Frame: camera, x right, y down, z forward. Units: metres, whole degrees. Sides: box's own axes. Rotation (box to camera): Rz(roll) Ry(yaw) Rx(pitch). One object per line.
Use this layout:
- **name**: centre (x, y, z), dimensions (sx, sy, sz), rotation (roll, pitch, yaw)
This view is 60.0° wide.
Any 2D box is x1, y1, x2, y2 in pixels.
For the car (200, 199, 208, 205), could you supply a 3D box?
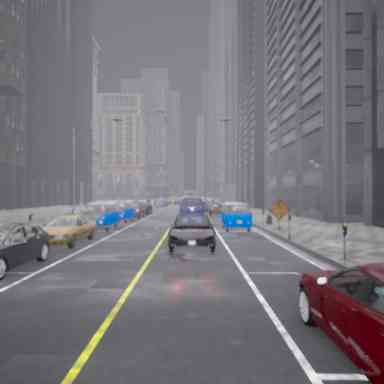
- **car**: centre (2.786, 2.272, 77.637), dimensions (1.887, 1.381, 4.507), rotation (0, -1, 0)

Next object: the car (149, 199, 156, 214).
- **car**: centre (-5.754, 1.675, 38.155), dimensions (2.192, 1.841, 5.009), rotation (0, -1, 0)

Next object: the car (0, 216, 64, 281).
- **car**: centre (-5.763, 1.646, 9.950), dimensions (2.008, 1.369, 4.403), rotation (0, -1, 0)

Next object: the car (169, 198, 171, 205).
- **car**: centre (-5.743, 2.168, 66.356), dimensions (1.887, 1.381, 4.507), rotation (0, -1, 0)

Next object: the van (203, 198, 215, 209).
- **van**: centre (2.777, 1.859, 55.077), dimensions (1.690, 1.788, 3.998), rotation (0, -1, 0)

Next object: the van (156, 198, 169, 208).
- **van**: centre (-5.746, 1.912, 60.718), dimensions (1.690, 1.788, 3.998), rotation (0, -1, 0)

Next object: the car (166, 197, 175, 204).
- **car**: centre (-5.735, 2.270, 88.919), dimensions (1.967, 1.590, 4.097), rotation (0, -1, 0)

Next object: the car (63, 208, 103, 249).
- **car**: centre (-5.761, 1.672, 15.421), dimensions (1.752, 1.417, 4.829), rotation (0, -1, 0)

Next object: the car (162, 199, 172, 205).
- **car**: centre (-5.739, 2.294, 77.637), dimensions (1.947, 1.339, 4.313), rotation (0, -1, 0)

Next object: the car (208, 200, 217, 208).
- **car**: centre (2.772, 1.942, 38.154), dimensions (1.802, 1.307, 4.206), rotation (0, -1, 0)

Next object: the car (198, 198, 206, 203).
- **car**: centre (2.792, 2.446, 94.558), dimensions (1.947, 1.339, 4.313), rotation (0, 0, 0)

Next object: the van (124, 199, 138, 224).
- **van**: centre (-5.758, 1.595, 26.873), dimensions (1.690, 1.788, 3.998), rotation (0, -1, 0)

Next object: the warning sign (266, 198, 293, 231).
- **warning sign**: centre (5.078, 1.299, 19.374), dimensions (1.300, 1.860, 1.060), rotation (0, 0, 0)

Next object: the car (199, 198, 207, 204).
- **car**: centre (2.790, 2.381, 88.918), dimensions (2.008, 1.369, 4.403), rotation (0, -1, 0)

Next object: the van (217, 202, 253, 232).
- **van**: centre (2.766, 1.542, 21.234), dimensions (1.690, 1.788, 3.998), rotation (0, -1, 0)

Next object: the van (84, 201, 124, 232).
- **van**: centre (-5.760, 1.542, 21.233), dimensions (1.690, 1.788, 3.998), rotation (0, -1, 0)

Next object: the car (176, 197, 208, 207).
- **car**: centre (0.011, 1.491, 29.030), dimensions (2.150, 2.045, 5.566), rotation (0, 0, 0)

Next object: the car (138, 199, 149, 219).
- **car**: centre (-5.755, 1.747, 32.513), dimensions (1.967, 1.590, 4.097), rotation (0, -1, 0)

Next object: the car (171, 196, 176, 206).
- **car**: centre (-2.976, 2.204, 71.005), dimensions (2.033, 1.411, 5.357), rotation (0, -1, 0)

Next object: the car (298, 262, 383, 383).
- **car**: centre (2.760, 1.587, 4.311), dimensions (1.887, 1.381, 4.507), rotation (0, -1, 0)

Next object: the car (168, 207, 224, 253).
- **car**: centre (0.008, 1.628, 14.294), dimensions (2.128, 1.511, 4.902), rotation (0, 0, 0)
